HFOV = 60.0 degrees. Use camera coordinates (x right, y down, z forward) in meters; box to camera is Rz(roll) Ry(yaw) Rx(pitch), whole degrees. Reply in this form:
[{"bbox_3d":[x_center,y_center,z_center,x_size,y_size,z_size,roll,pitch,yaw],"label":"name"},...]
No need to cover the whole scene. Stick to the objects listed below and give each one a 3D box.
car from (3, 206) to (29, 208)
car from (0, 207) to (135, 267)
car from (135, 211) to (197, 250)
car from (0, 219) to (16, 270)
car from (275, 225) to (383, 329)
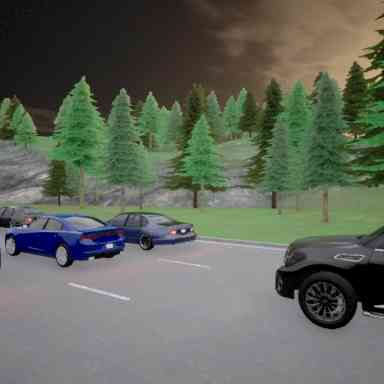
[{"bbox_3d":[-10.605,1.547,20.066,5.357,1.411,2.033,0,0,35],"label":"car"},{"bbox_3d":[-4.499,1.478,11.474,5.008,1.535,1.882,0,0,36],"label":"car"},{"bbox_3d":[-2.377,1.547,14.261,5.357,1.411,2.033,0,0,35],"label":"car"},{"bbox_3d":[-6.951,1.505,8.925,4.892,1.490,1.837,0,0,36],"label":"car"},{"bbox_3d":[4.210,1.221,5.293,5.566,2.045,2.150,0,0,35],"label":"car"}]
